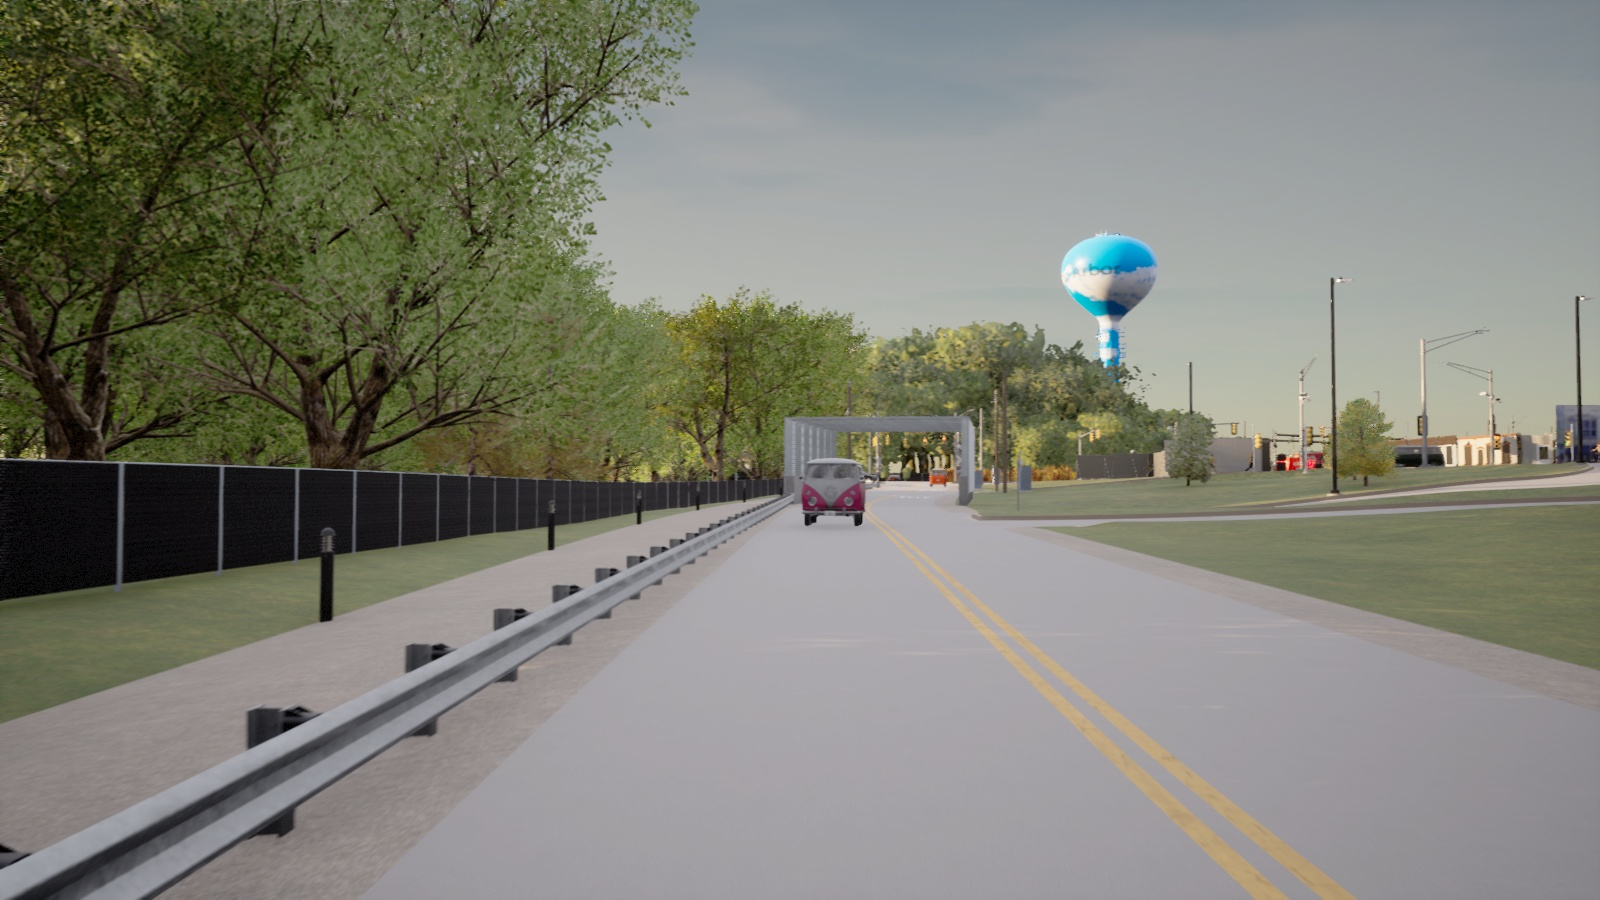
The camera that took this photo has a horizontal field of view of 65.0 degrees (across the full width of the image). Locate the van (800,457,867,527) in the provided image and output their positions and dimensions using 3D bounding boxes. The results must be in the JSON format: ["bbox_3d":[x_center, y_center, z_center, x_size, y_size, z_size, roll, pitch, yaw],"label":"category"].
[{"bbox_3d":[1.079,1.254,37.823,1.775,1.987,4.442,0,-1,5],"label":"van"}]
